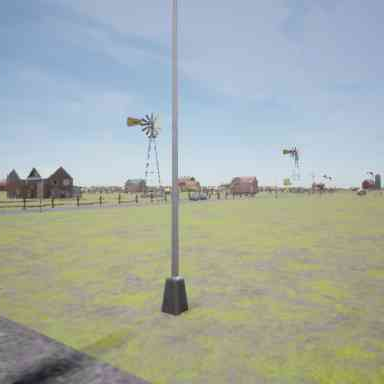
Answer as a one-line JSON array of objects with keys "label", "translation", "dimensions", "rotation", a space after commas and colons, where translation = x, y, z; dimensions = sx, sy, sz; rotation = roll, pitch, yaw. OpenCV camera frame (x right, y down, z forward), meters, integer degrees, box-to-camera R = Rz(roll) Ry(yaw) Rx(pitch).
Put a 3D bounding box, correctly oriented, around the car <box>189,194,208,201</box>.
[{"label": "car", "translation": [1.229, 1.073, 64.419], "dimensions": [1.994, 1.385, 4.181], "rotation": [0, 0, 35]}]
